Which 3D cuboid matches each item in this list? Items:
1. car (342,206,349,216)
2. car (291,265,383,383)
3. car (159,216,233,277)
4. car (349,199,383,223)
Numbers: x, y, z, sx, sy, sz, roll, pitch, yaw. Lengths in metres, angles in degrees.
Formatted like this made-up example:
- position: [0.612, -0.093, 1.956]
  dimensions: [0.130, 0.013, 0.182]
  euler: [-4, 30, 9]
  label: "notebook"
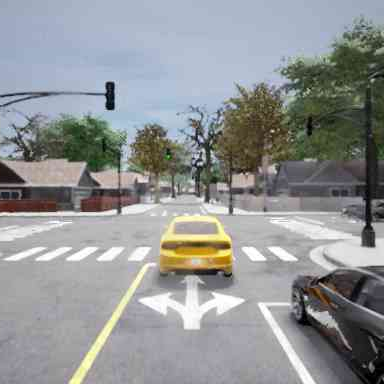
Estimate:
- position: [14.835, 1.352, 27.167]
  dimensions: [4.902, 1.511, 2.128]
  euler: [0, 0, 0]
  label: "car"
- position: [2.638, 1.559, 4.194]
  dimensions: [1.947, 1.339, 4.313]
  euler: [0, 0, 0]
  label: "car"
- position: [0.099, 1.462, 10.185]
  dimensions: [1.882, 1.535, 5.008]
  euler: [0, 0, 0]
  label: "car"
- position: [14.258, 1.396, 23.908]
  dimensions: [4.674, 1.442, 1.812]
  euler: [0, 0, 2]
  label: "car"
